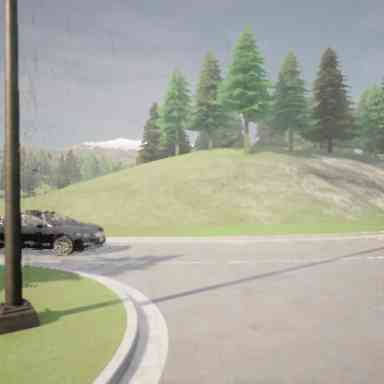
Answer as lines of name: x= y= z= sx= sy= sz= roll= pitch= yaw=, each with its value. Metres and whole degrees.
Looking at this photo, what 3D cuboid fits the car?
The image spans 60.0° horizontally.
car: x=-5.672 y=1.473 z=12.487 sx=4.902 sy=1.511 sz=2.128 roll=0 pitch=0 yaw=11
